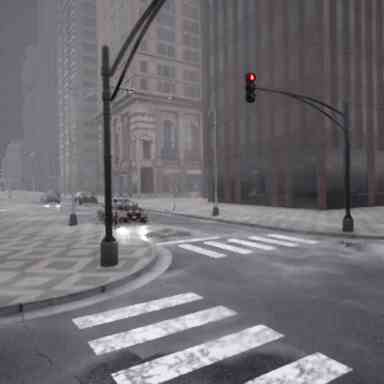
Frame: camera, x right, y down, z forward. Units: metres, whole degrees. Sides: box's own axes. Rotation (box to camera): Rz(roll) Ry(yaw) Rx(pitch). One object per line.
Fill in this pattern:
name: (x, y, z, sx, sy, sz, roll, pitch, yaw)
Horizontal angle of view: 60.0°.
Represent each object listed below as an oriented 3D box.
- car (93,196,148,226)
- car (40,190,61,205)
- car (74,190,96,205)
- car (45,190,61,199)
car: (-4.241, 1.175, 20.032, 1.994, 1.385, 4.181, -1, 1, -32)
car: (-17.960, 0.784, 42.061, 2.033, 1.411, 5.357, -1, 1, -32)
car: (-12.989, 0.593, 40.071, 2.097, 1.767, 4.553, -1, 1, -32)
car: (-24.437, 0.421, 58.406, 1.882, 1.535, 5.008, -1, 0, -32)
